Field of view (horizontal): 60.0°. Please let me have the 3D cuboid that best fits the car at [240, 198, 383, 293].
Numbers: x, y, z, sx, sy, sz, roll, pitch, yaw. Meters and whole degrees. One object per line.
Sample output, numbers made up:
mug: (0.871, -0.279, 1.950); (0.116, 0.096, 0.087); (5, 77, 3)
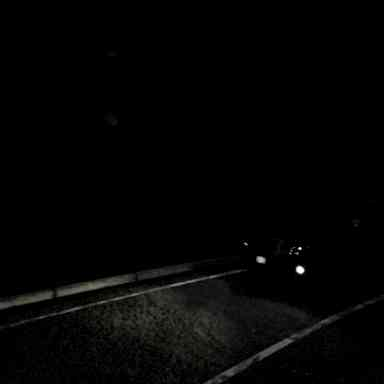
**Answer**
car: (3.920, 1.205, 9.113); (5.566, 2.045, 2.150); (0, 0, -32)
